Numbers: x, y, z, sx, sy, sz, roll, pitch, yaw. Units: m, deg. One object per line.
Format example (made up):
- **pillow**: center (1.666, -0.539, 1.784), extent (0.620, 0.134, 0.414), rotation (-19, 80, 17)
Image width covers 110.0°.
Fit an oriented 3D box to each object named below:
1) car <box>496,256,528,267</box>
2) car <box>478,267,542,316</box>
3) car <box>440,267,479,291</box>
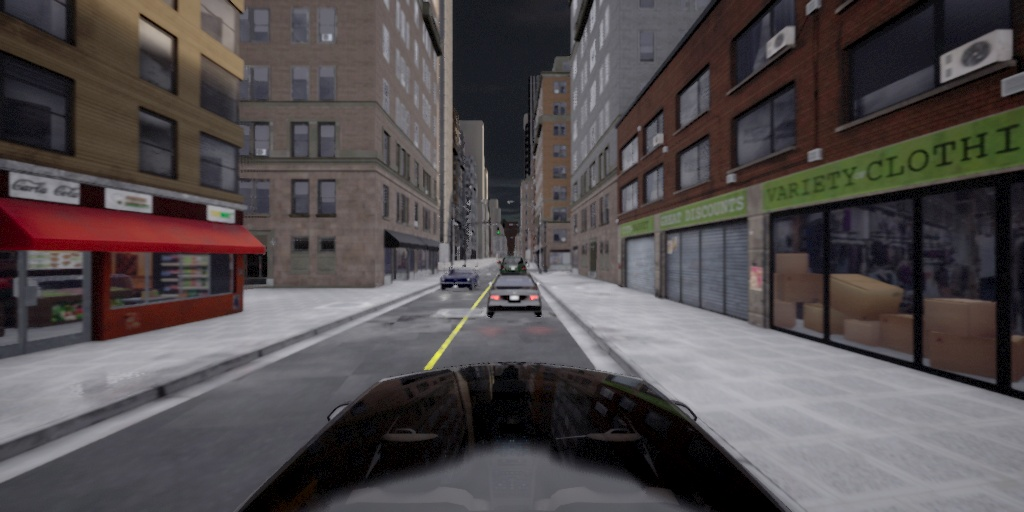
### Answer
- **car**: center (0.081, 1.006, 29.035), extent (2.150, 2.045, 5.566), rotation (0, 0, 0)
- **car**: center (0.084, 1.312, 13.323), extent (2.033, 1.411, 5.357), rotation (0, 0, 0)
- **car**: center (-3.094, 1.376, 21.879), extent (1.895, 1.301, 4.718), rotation (0, 0, 0)
